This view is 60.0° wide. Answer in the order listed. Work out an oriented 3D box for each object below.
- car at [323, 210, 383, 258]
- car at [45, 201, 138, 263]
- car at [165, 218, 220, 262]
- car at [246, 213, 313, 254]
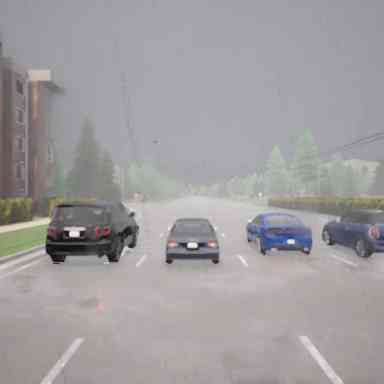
[{"bbox_3d":[7.023,1.485,13.426,2.097,1.767,4.553,0,-1,0],"label":"car"},{"bbox_3d":[-3.488,1.350,12.578,2.150,2.045,5.566,0,0,0],"label":"car"},{"bbox_3d":[0.014,1.673,12.535,2.033,1.411,5.357,0,-1,0],"label":"car"},{"bbox_3d":[3.530,1.619,14.238,1.882,1.535,5.008,0,0,1],"label":"car"}]
